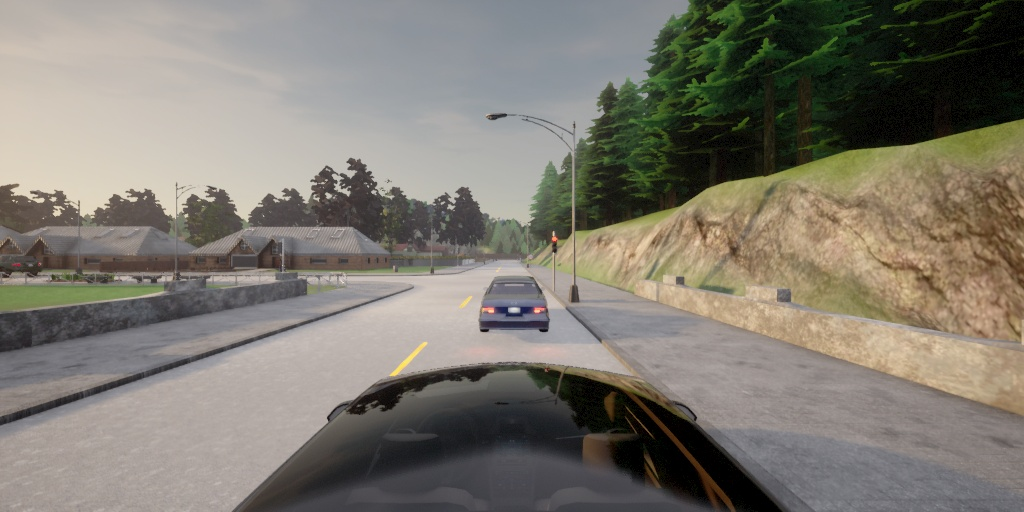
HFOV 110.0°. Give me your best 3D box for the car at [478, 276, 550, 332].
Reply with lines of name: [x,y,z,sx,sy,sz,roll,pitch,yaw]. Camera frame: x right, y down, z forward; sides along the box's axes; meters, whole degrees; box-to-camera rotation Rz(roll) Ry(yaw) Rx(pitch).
car: [0.063,1.297,10.791,2.033,1.411,5.357,0,0,0]

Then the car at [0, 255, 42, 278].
car: [-47.375,0.971,33.322,5.566,2.045,2.150,0,0,1]

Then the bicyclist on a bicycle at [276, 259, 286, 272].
bicyclist on a bicycle: [-24.162,1.099,37.572,0.582,1.620,1.656,0,0,0]
